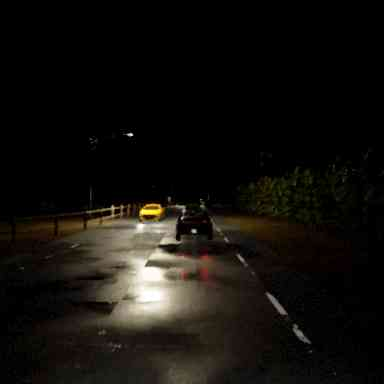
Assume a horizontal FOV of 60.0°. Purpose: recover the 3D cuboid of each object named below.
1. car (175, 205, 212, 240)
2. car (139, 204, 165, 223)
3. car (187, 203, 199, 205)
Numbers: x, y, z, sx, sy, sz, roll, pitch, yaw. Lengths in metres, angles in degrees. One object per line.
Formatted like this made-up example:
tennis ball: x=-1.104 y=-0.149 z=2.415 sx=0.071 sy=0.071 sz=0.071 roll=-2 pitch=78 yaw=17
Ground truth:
car: x=0.103 y=1.707 z=18.573 sx=2.128 sy=1.511 sz=4.902 roll=0 pitch=-1 yaw=0
car: x=-3.522 y=1.856 z=29.942 sx=1.882 sy=1.535 sz=5.008 roll=0 pitch=-1 yaw=1
car: x=0.105 y=2.056 z=40.317 sx=2.128 sy=1.511 sz=4.902 roll=0 pitch=-1 yaw=0
